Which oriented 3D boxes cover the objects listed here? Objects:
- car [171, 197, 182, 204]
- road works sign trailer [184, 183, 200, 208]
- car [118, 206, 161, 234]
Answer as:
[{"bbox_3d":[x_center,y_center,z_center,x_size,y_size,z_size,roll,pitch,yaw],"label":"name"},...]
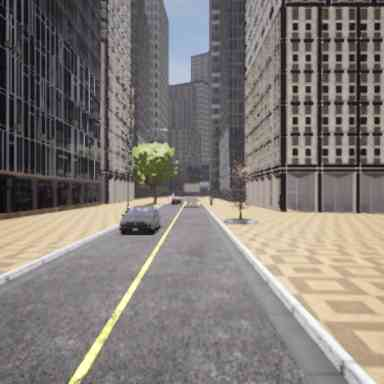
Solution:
[{"bbox_3d":[-2.779,1.564,60.999,1.895,1.301,4.718,0,0,0],"label":"car"},{"bbox_3d":[-0.005,0.424,48.005,2.380,3.560,2.880,0,0,0],"label":"road works sign trailer"},{"bbox_3d":[-2.852,1.515,19.348,2.033,1.411,5.357,0,0,0],"label":"car"}]
